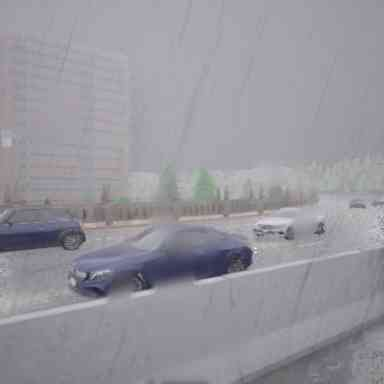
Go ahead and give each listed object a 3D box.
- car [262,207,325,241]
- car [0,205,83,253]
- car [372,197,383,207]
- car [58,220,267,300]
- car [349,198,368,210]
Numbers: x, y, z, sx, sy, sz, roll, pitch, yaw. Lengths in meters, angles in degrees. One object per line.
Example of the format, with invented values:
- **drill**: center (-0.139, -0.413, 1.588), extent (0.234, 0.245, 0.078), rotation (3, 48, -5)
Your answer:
- **car**: center (5.121, 1.531, 17.018), extent (4.674, 1.442, 1.812), rotation (0, 0, -42)
- **car**: center (-6.413, 1.352, 12.398), extent (4.553, 1.767, 2.097), rotation (0, 0, -36)
- **car**: center (29.827, 1.549, 52.616), extent (1.812, 1.442, 4.674), rotation (0, 0, 22)
- **car**: center (-0.506, 1.527, 8.035), extent (4.674, 1.442, 1.812), rotation (0, 0, -37)
- **car**: center (21.965, 1.522, 43.967), extent (1.837, 1.490, 4.892), rotation (0, 0, 28)
